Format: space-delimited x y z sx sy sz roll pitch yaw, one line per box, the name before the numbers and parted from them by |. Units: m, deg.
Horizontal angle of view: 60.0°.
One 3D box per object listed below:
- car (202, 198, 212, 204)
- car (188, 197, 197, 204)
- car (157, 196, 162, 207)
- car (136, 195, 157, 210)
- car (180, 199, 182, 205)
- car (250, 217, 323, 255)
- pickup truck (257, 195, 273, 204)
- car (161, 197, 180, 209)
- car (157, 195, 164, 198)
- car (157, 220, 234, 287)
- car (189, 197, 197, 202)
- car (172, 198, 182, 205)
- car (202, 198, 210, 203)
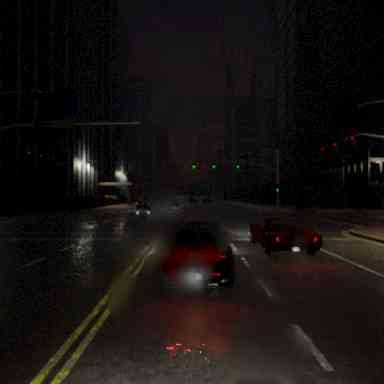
car | 3.721 2.053 79.764 1.882 1.535 5.008 0 0 0
car | 0.220 2.059 79.446 1.837 1.490 4.892 0 0 0
car | -6.907 1.934 59.544 1.837 1.490 4.892 0 0 0
car | -6.954 1.708 49.391 2.097 1.767 4.553 0 0 0
car | -3.379 2.052 62.654 1.895 1.301 4.718 0 0 1
car | 3.624 1.701 13.763 1.895 1.301 4.718 0 0 0
pickup truck | 16.830 1.602 75.234 2.390 2.098 6.274 0 0 31
car | -3.433 1.948 53.365 1.994 1.385 4.181 0 0 0
car | -6.806 1.729 69.952 2.150 2.045 5.566 0 0 0
car | 0.094 1.576 9.506 1.837 1.490 4.892 0 0 0
car | 0.250 2.023 89.831 1.994 1.385 4.181 0 0 0
car | -3.298 2.002 72.775 1.882 1.535 5.008 0 0 0
car | 3.750 2.200 89.925 1.994 1.385 4.181 0 0 0
